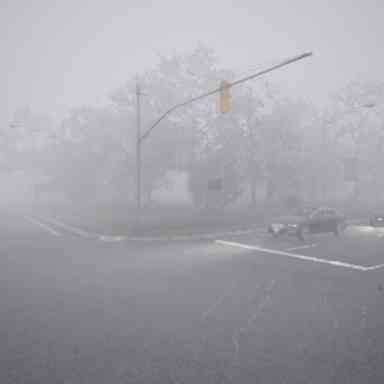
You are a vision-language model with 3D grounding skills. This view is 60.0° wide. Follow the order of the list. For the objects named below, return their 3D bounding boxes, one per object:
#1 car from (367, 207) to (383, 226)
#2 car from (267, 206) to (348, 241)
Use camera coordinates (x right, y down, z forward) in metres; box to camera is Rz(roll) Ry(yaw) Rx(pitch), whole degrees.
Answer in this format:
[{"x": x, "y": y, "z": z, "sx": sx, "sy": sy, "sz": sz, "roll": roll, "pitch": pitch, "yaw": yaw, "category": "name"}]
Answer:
[{"x": 13.539, "y": 1.551, "z": 22.154, "sx": 4.181, "sy": 1.385, "sz": 1.994, "roll": 0, "pitch": 0, "yaw": -34, "category": "car"}, {"x": 5.890, "y": 1.484, "z": 16.773, "sx": 4.902, "sy": 1.511, "sz": 2.128, "roll": 0, "pitch": 0, "yaw": -35, "category": "car"}]
